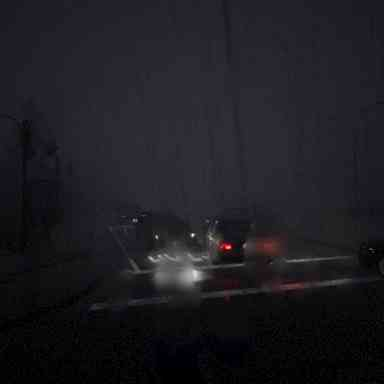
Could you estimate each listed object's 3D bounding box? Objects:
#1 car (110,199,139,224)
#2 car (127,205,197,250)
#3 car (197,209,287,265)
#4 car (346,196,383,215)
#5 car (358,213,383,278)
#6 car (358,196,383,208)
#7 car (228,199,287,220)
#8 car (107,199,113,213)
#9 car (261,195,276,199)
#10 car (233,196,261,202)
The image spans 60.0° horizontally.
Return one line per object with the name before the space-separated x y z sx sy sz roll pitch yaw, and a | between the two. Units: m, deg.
car | -4.660 1.521 24.805 2.033 1.411 5.357 0 0 -18
car | -1.389 1.535 14.689 2.033 1.411 5.357 0 0 -18
car | 1.432 1.539 11.618 2.033 1.411 5.357 0 0 -2
car | 15.535 1.349 29.286 1.970 1.475 3.806 0 0 -17
car | 6.786 1.473 8.007 5.008 1.535 1.882 0 0 36
car | 23.800 1.264 43.299 1.845 1.501 3.633 0 0 -17
car | 3.132 1.465 18.711 5.357 1.411 2.033 -4 3 -41
car | -8.206 1.505 36.128 2.033 1.411 5.357 0 0 -17
car | 10.231 1.270 47.183 2.152 1.636 5.027 0 0 -17
car | 7.245 1.281 46.218 2.007 1.523 4.514 0 0 -17
